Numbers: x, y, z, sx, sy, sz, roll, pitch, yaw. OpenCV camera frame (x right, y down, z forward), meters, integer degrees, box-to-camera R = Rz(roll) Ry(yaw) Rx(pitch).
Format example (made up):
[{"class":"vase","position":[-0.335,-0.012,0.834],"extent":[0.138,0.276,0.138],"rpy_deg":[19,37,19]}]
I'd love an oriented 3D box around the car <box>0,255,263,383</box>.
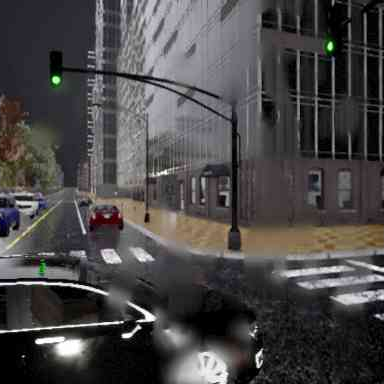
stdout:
[{"class":"car","position":[-1.572,1.516,3.741],"extent":[4.892,1.490,1.837],"rpy_deg":[0,0,-19]}]

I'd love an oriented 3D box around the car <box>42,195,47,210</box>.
[{"class":"car","position":[-18.735,1.364,40.366],"extent":[1.882,1.535,5.008],"rpy_deg":[0,0,-20]}]

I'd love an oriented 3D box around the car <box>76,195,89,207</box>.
[{"class":"car","position":[-14.964,1.441,46.925],"extent":[1.947,1.339,4.313],"rpy_deg":[0,0,-20]}]

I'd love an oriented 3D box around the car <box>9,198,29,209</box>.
[{"class":"car","position":[-22.851,1.452,44.090],"extent":[1.802,1.307,4.206],"rpy_deg":[0,0,-20]}]

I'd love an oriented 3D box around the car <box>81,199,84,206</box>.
[{"class":"car","position":[-7.267,1.501,25.544],"extent":[1.947,1.339,4.313],"rpy_deg":[0,0,-20]}]

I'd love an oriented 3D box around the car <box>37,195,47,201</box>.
[{"class":"car","position":[-34.400,1.317,76.175],"extent":[1.802,1.307,4.206],"rpy_deg":[0,0,-20]}]

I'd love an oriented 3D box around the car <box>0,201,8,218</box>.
[{"class":"car","position":[-17.076,1.467,28.050],"extent":[2.008,1.369,4.403],"rpy_deg":[0,0,-20]}]

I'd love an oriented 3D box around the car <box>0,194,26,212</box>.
[{"class":"car","position":[-20.925,1.202,38.744],"extent":[2.192,1.841,5.009],"rpy_deg":[0,0,-20]}]

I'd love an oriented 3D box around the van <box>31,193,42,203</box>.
[{"class":"van","position":[-30.549,1.127,65.480],"extent":[1.690,1.788,3.998],"rpy_deg":[0,0,-20]}]

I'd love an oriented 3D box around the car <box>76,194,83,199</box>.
[{"class":"car","position":[-30.359,1.267,89.692],"extent":[1.802,1.307,4.206],"rpy_deg":[0,0,-20]}]

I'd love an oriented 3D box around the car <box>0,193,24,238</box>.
[{"class":"car","position":[-10.475,1.170,17.353],"extent":[2.150,2.045,5.566],"rpy_deg":[0,0,-20]}]

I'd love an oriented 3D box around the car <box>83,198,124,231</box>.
[{"class":"car","position":[-5.342,1.389,20.199],"extent":[1.967,1.590,4.097],"rpy_deg":[0,0,-20]}]

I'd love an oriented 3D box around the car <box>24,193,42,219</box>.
[{"class":"car","position":[-14.304,1.142,27.999],"extent":[2.150,2.045,5.566],"rpy_deg":[0,0,-20]}]

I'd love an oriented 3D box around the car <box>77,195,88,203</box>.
[{"class":"car","position":[-20.795,1.339,63.124],"extent":[1.752,1.417,4.829],"rpy_deg":[0,0,-20]}]
